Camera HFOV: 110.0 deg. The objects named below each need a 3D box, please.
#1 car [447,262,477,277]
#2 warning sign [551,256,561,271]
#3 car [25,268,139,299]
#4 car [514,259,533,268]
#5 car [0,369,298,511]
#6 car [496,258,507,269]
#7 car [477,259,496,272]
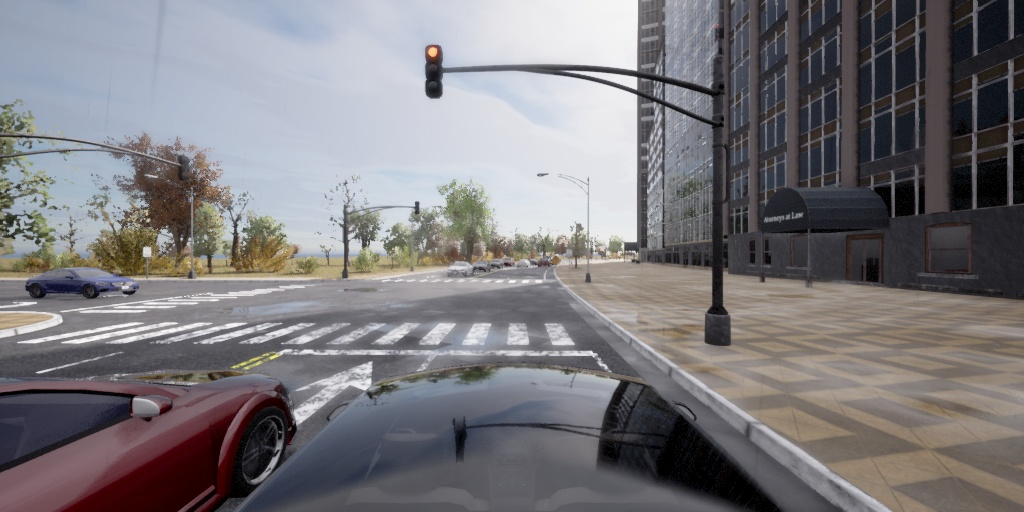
[{"bbox_3d":[-4.999,1.273,35.066,1.812,1.442,4.674,0,0,6],"label":"car"},{"bbox_3d":[5.397,0.868,43.986,1.300,1.860,1.060,0,0,7],"label":"warning sign"},{"bbox_3d":[-21.674,1.322,18.105,4.674,1.442,1.812,0,0,4],"label":"car"},{"bbox_3d":[2.091,1.282,62.602,1.812,1.442,4.674,0,0,10],"label":"car"},{"bbox_3d":[-3.108,1.314,1.836,1.994,1.385,4.181,0,0,0],"label":"car"},{"bbox_3d":[-2.474,1.256,55.907,1.837,1.490,4.892,0,0,9],"label":"car"},{"bbox_3d":[-3.849,1.296,45.940,2.033,1.411,5.357,0,0,6],"label":"car"}]
